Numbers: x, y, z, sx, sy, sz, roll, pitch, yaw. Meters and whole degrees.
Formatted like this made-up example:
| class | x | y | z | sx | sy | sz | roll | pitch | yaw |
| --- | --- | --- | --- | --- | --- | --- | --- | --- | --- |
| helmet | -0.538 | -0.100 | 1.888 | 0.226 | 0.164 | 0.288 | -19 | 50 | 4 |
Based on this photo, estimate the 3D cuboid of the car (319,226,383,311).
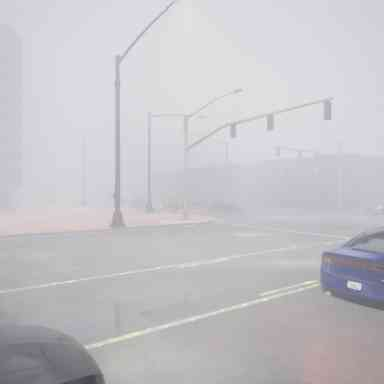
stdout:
| class | x | y | z | sx | sy | sz | roll | pitch | yaw |
| --- | --- | --- | --- | --- | --- | --- | --- | --- | --- |
| car | 4.851 | 1.475 | 7.208 | 5.008 | 1.535 | 1.882 | 0 | 0 | -35 |

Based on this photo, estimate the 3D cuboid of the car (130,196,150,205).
| class | x | y | z | sx | sy | sz | roll | pitch | yaw |
| --- | --- | --- | --- | --- | --- | --- | --- | --- | --- |
| car | -9.548 | 1.516 | 61.084 | 1.812 | 1.442 | 4.674 | 0 | 0 | -36 |

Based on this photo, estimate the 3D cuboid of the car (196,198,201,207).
| class | x | y | z | sx | sy | sz | roll | pitch | yaw |
| --- | --- | --- | --- | --- | --- | --- | --- | --- | --- |
| car | 1.670 | 1.516 | 45.320 | 1.812 | 1.442 | 4.674 | 0 | 0 | -35 |

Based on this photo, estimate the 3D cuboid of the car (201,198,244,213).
| class | x | y | z | sx | sy | sz | roll | pitch | yaw |
| --- | --- | --- | --- | --- | --- | --- | --- | --- | --- |
| car | 3.561 | 1.483 | 36.352 | 2.128 | 1.511 | 4.902 | 0 | 0 | -36 |

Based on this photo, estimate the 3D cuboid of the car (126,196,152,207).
| class | x | y | z | sx | sy | sz | roll | pitch | yaw |
| --- | --- | --- | --- | --- | --- | --- | --- | --- | --- |
| car | -8.021 | 1.483 | 52.593 | 2.128 | 1.511 | 4.902 | 0 | 0 | -35 |

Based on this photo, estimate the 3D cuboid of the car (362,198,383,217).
| class | x | y | z | sx | sy | sz | roll | pitch | yaw |
| --- | --- | --- | --- | --- | --- | --- | --- | --- | --- |
| car | 18.166 | 1.339 | 31.045 | 4.553 | 1.767 | 2.097 | 0 | 0 | -23 |

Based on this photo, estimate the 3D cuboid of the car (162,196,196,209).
| class | x | y | z | sx | sy | sz | roll | pitch | yaw |
| --- | --- | --- | --- | --- | --- | --- | --- | --- | --- |
| car | -2.035 | 1.344 | 44.192 | 2.097 | 1.767 | 4.553 | 0 | 0 | -35 |

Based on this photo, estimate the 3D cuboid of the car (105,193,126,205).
| class | x | y | z | sx | sy | sz | roll | pitch | yaw |
| --- | --- | --- | --- | --- | --- | --- | --- | --- | --- |
| car | -14.033 | 1.213 | 61.100 | 2.150 | 2.045 | 5.566 | 0 | 0 | -37 |

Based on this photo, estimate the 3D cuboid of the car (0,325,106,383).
| class | x | y | z | sx | sy | sz | roll | pitch | yaw |
| --- | --- | --- | --- | --- | --- | --- | --- | --- | --- |
| car | -2.881 | 1.505 | 1.699 | 4.892 | 1.490 | 1.837 | 0 | 0 | -35 |
